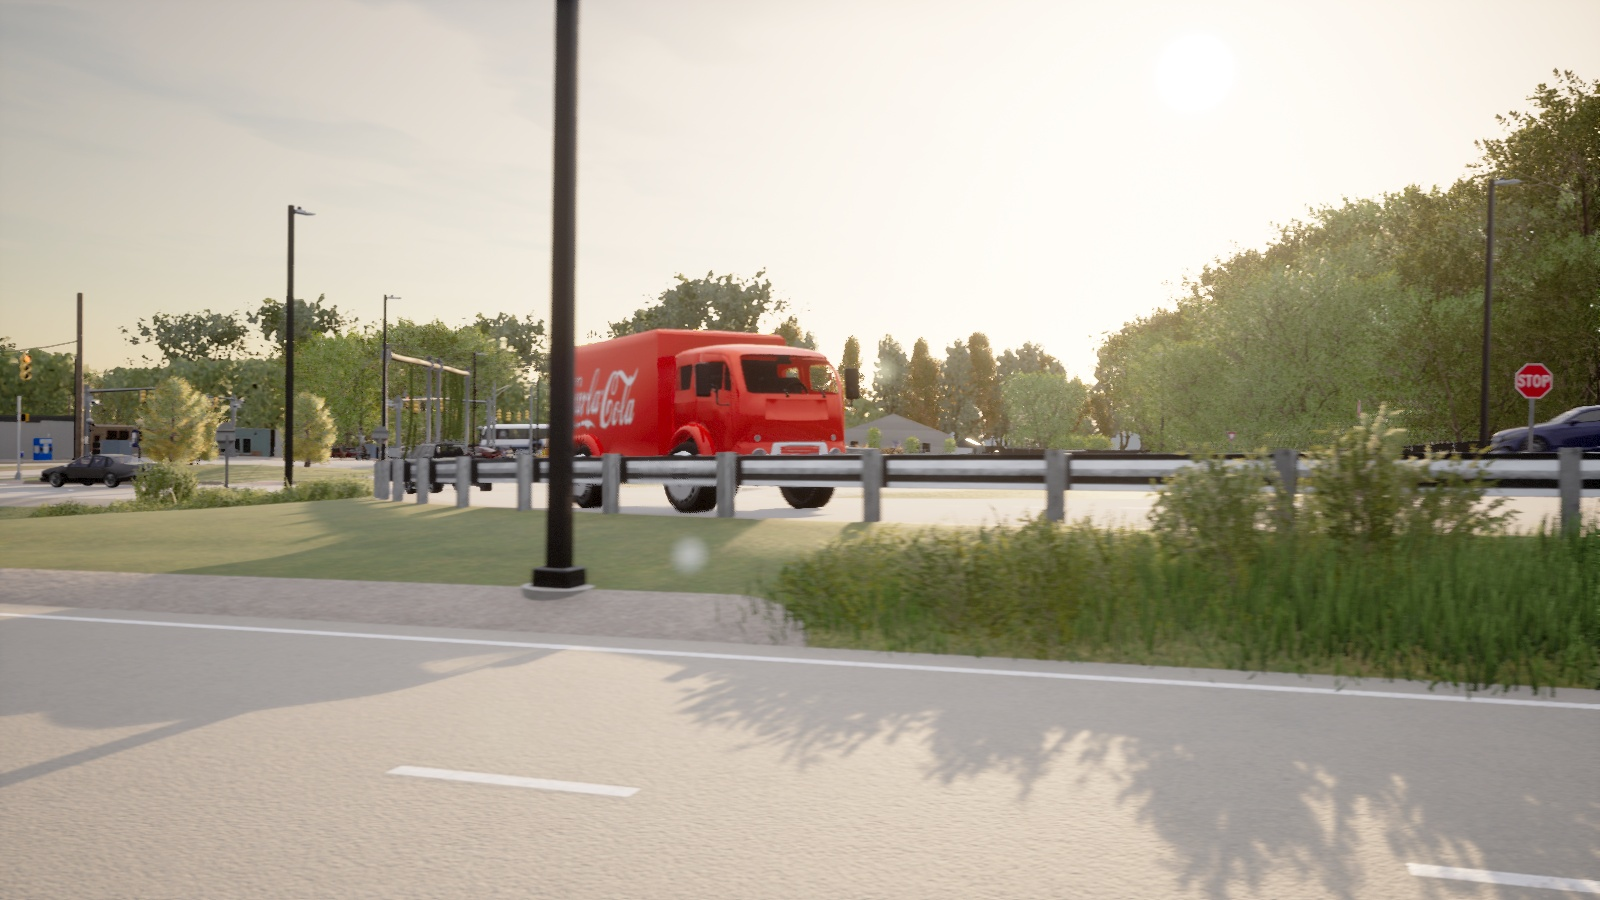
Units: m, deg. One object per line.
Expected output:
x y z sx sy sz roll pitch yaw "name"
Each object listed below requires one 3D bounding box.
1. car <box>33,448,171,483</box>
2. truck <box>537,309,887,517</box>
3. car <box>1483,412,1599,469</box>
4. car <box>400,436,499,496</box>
-29.834 0.653 53.711 5.357 1.411 2.033 0 1 18 "car"
-1.444 -0.405 17.796 2.627 2.467 5.204 0 -1 -35 "truck"
21.644 -0.314 34.563 4.674 1.442 1.812 -2 0 16 "car"
-11.602 0.497 41.374 1.932 1.855 4.605 -1 0 -32 "car"
